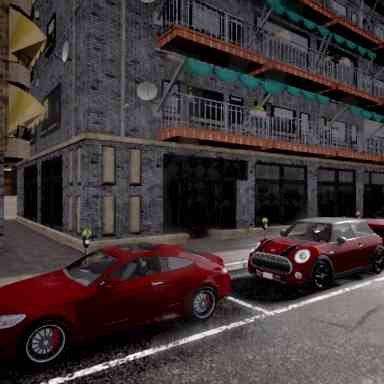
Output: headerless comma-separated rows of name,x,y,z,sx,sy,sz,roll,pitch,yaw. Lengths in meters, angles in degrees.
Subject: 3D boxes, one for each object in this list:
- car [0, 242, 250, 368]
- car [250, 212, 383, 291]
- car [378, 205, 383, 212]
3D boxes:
car,-1.196,1.582,5.706,4.206,1.307,1.802,0,0,-36
car,3.407,1.443,9.004,4.097,1.590,1.967,0,0,-36
car,8.012,1.322,12.303,5.009,1.841,2.192,0,0,-36
